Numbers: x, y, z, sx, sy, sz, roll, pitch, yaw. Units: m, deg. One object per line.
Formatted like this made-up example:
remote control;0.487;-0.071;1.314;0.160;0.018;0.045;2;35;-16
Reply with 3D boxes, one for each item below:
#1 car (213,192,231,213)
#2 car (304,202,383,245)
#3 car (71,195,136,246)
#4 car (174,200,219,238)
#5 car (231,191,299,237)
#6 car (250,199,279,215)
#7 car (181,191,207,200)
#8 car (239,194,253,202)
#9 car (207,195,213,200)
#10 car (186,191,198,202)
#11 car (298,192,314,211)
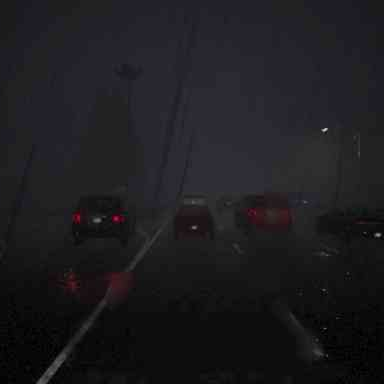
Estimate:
car;3.605;1.162;34.388;2.097;1.767;4.553;0;0;0
car;7.103;1.407;15.115;2.128;1.511;4.902;0;0;0
car;-3.817;1.138;15.090;2.150;2.045;5.566;0;0;-6
car;0.103;1.383;16.970;1.882;1.535;5.008;0;0;0
car;3.603;1.124;17.633;2.150;2.045;5.566;0;0;0
car;7.106;1.418;33.108;1.895;1.301;4.718;0;0;0
car;0.106;1.035;33.678;2.150;2.045;5.566;0;0;0
car;10.510;1.133;65.059;2.128;1.511;4.902;0;0;0
car;3.510;1.235;66.340;1.895;1.301;4.718;0;0;0
car;0.010;0.861;65.922;2.150;2.045;5.566;0;0;0
car;10.606;1.034;33.807;2.150;2.045;5.566;0;0;0
